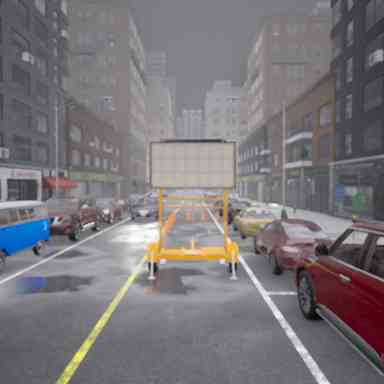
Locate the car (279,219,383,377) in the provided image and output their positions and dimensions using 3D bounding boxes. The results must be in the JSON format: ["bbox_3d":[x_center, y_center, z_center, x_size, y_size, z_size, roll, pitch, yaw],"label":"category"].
[{"bbox_3d":[2.861,1.249,4.073,2.192,1.841,5.009,-1,1,0],"label":"car"}]

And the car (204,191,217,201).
[{"bbox_3d":[2.980,0.646,54.512,1.752,1.417,4.829,-1,1,0],"label":"car"}]

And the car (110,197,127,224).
[{"bbox_3d":[-5.634,1.107,20.848,1.967,1.590,4.097,-1,1,0],"label":"car"}]

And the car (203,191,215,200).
[{"bbox_3d":[2.993,0.596,59.928,1.947,1.339,4.313,-1,1,0],"label":"car"}]

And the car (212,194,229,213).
[{"bbox_3d":[2.915,1.144,26.417,1.947,1.339,4.313,-1,1,0],"label":"car"}]

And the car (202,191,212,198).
[{"bbox_3d":[3.006,0.519,65.514,1.802,1.307,4.206,-1,1,0],"label":"car"}]

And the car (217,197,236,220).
[{"bbox_3d":[2.902,1.233,20.832,1.947,1.339,4.313,-1,1,0],"label":"car"}]

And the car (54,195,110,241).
[{"bbox_3d":[-5.647,1.071,15.261,2.192,1.841,5.009,-1,1,0],"label":"car"}]

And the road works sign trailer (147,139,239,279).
[{"bbox_3d":[0.027,0.312,9.483,2.380,3.560,2.880,0,1,0],"label":"road works sign trailer"}]

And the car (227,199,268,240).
[{"bbox_3d":[2.889,1.279,15.417,1.752,1.417,4.829,-1,1,0],"label":"car"}]

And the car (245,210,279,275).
[{"bbox_3d":[2.877,1.427,9.662,1.802,1.307,4.206,-1,1,0],"label":"car"}]

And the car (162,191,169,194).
[{"bbox_3d":[-5.539,0.481,65.530,1.887,1.381,4.507,-1,1,0],"label":"car"}]

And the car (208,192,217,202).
[{"bbox_3d":[2.928,1.039,32.002,2.008,1.369,4.403,-1,1,0],"label":"car"}]

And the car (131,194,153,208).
[{"bbox_3d":[-5.597,0.979,37.606,1.802,1.307,4.206,-1,1,0],"label":"car"}]

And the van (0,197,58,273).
[{"bbox_3d":[-5.658,1.186,9.677,1.690,1.788,3.998,-1,1,0],"label":"van"}]

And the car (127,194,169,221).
[{"bbox_3d":[-3.051,1.118,23.394,2.128,1.511,4.902,0,1,0],"label":"car"}]

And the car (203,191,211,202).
[{"bbox_3d":[2.967,0.766,48.758,2.008,1.369,4.403,-1,1,0],"label":"car"}]
